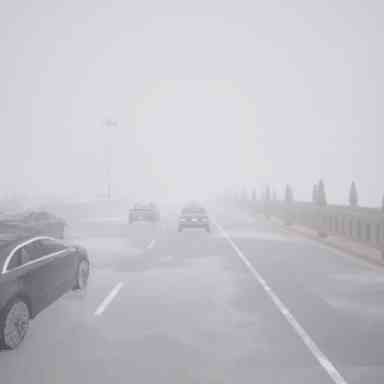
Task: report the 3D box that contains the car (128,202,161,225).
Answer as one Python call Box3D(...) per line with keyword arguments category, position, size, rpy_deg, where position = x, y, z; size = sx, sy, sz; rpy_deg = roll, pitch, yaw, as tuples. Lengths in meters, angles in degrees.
Box3D(category="car", position=(-3.386, 1.500, 24.303), size=(2.128, 1.511, 4.902), rpy_deg=(0, 0, 0))

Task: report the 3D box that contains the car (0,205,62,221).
Box3D(category="car", position=(-6.892, 1.508, 14.273), size=(1.837, 1.490, 4.892), rpy_deg=(0, 0, 0))

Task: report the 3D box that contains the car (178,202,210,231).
Box3D(category="car", position=(0.112, 1.553, 20.480), size=(2.033, 1.411, 5.357), rpy_deg=(0, 0, 0))

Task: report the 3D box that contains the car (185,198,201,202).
Box3D(category="car", position=(0.125, 1.543, 42.075), size=(1.812, 1.442, 4.674), rpy_deg=(0, 0, 0))

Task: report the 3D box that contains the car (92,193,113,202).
Box3D(category="car", position=(-13.973, 1.230, 52.373), size=(2.150, 2.045, 5.566), rpy_deg=(0, 0, 0))

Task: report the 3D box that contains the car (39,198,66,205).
Box3D(category="car", position=(-17.514, 1.525, 41.983), size=(1.837, 1.490, 4.892), rpy_deg=(0, 0, 1))

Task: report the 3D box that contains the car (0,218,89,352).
Box3D(category="car", position=(-3.397, 1.492, 6.156), size=(2.128, 1.511, 4.902), rpy_deg=(0, 0, 0))

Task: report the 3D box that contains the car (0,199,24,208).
Box3D(category="car", position=(-21.030, 1.523, 37.826), size=(1.837, 1.490, 4.892), rpy_deg=(0, -1, 1))
